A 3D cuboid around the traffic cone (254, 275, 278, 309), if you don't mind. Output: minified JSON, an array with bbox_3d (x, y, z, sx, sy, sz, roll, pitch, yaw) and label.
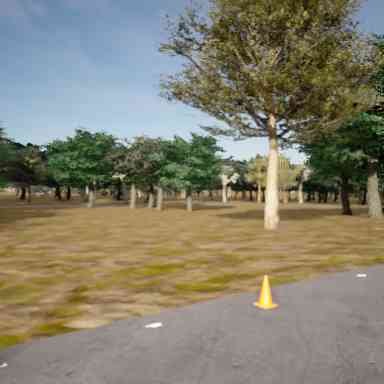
[{"bbox_3d":[1.461,1.935,6.563,0.340,0.580,0.340,0,0,-33],"label":"traffic cone"}]
